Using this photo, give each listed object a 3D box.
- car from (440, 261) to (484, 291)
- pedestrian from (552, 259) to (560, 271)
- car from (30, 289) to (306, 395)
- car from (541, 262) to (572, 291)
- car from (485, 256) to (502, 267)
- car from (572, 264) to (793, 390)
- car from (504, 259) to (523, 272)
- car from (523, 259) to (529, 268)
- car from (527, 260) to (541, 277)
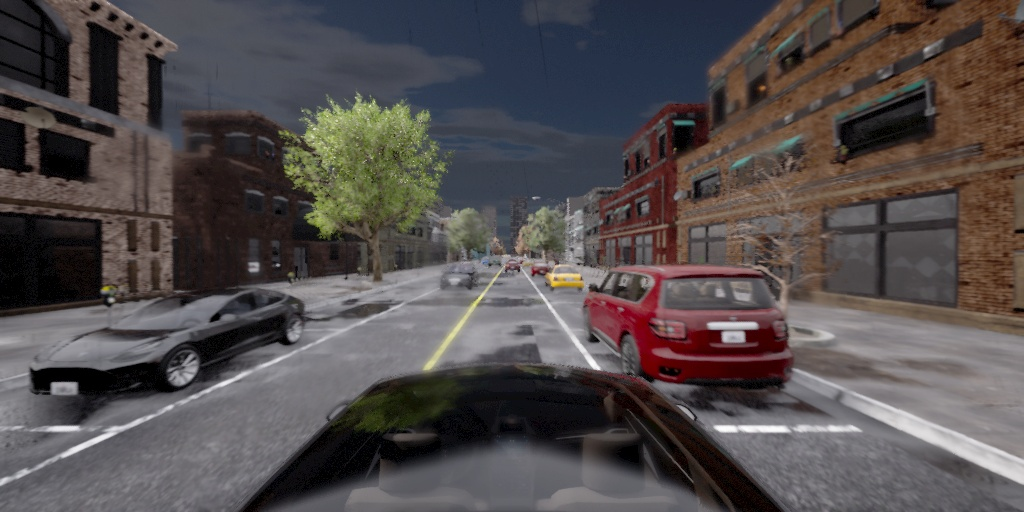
[{"bbox_3d":[-3.094,1.233,21.765,2.128,1.511,4.902,0,0,0],"label":"car"},{"bbox_3d":[3.003,1.034,24.491,0.375,1.860,0.375,-1,1,-3],"label":"pedestrian"},{"bbox_3d":[-5.686,1.314,6.737,1.948,1.339,4.313,0,0,0],"label":"car"},{"bbox_3d":[3.003,1.197,21.505,1.801,1.575,5.366,0,0,0],"label":"car"},{"bbox_3d":[-3.008,0.947,63.721,2.150,2.045,5.566,0,0,0],"label":"car"},{"bbox_3d":[2.695,1.062,6.735,2.192,1.841,5.009,0,0,0],"label":"car"},{"bbox_3d":[0.086,1.257,45.126,1.812,1.442,4.674,0,-1,0],"label":"car"},{"bbox_3d":[2.705,1.246,62.346,1.751,1.417,4.829,0,0,0],"label":"car"},{"bbox_3d":[2.699,1.280,34.456,1.888,1.381,4.507,0,0,0],"label":"car"}]
